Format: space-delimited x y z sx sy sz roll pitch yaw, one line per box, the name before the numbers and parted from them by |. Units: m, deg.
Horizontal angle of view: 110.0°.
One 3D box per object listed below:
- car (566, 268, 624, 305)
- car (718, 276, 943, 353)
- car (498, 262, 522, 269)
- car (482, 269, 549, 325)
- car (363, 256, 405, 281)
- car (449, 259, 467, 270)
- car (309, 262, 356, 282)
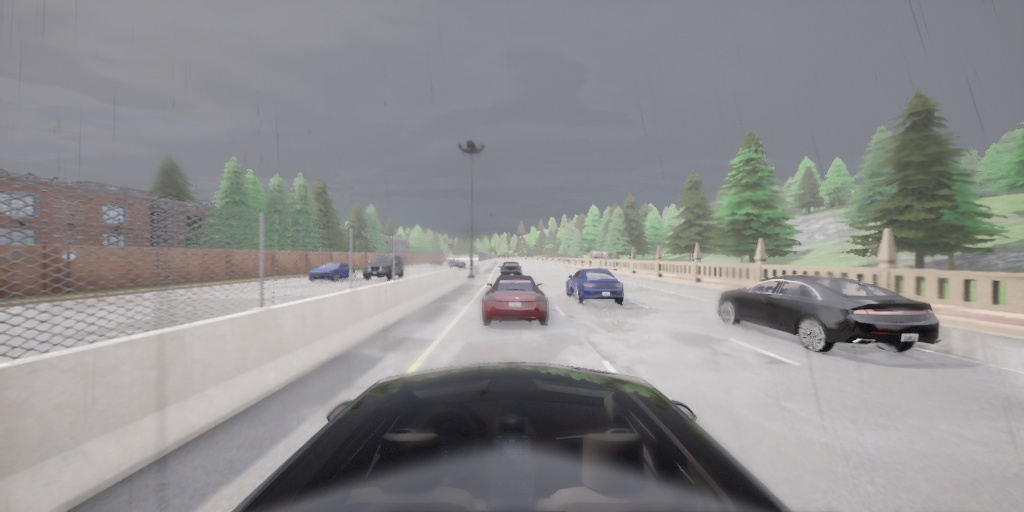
car | 3.581 1.276 15.987 1.812 1.442 4.674 0 0 0
car | 7.098 1.242 8.820 2.128 1.511 4.902 0 0 0
car | -0.141 1.256 31.442 1.837 1.490 4.892 0 0 -2
car | 0.098 1.314 11.852 1.994 1.385 4.181 0 0 0
car | -10.801 0.974 30.742 2.150 2.045 5.566 0 0 -2
car | -7.880 1.315 53.350 1.994 1.385 4.181 0 0 -1
car | -14.249 1.229 28.687 1.882 1.535 5.008 0 0 -1
